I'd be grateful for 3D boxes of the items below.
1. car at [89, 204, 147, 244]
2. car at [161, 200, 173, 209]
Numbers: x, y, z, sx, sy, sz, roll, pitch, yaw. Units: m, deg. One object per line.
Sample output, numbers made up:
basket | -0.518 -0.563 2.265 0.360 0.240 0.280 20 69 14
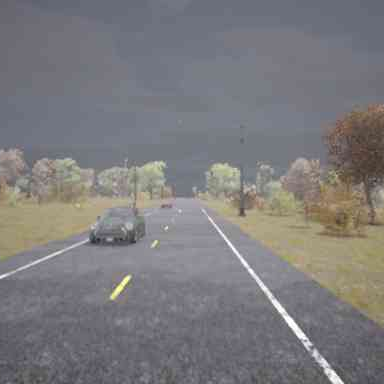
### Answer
car | -3.599 1.530 16.828 2.097 1.767 4.553 0 -1 0
car | -4.358 2.112 57.831 1.882 1.535 5.008 0 -1 -5
